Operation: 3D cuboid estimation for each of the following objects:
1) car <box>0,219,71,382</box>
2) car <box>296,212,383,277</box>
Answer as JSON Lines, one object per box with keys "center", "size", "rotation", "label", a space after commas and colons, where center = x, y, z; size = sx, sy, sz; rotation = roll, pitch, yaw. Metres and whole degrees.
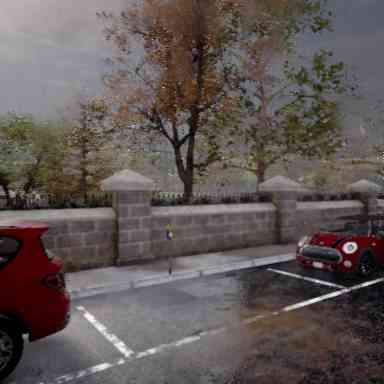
{"center": [-3.978, 1.314, 3.727], "size": [5.009, 1.841, 2.192], "rotation": [0, 0, -36], "label": "car"}
{"center": [5.034, 1.452, 10.157], "size": [4.097, 1.590, 1.967], "rotation": [0, 0, -36], "label": "car"}
